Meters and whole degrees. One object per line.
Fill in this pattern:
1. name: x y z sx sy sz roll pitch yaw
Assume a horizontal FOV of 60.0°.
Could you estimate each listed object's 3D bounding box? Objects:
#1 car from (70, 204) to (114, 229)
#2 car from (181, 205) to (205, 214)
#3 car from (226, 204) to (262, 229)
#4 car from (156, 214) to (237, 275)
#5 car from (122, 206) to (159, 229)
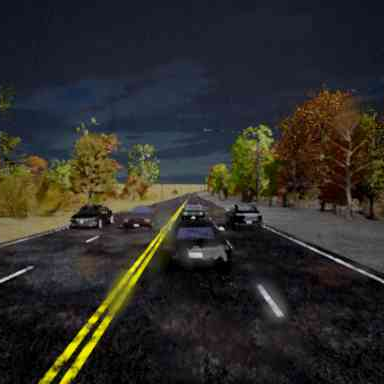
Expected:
1. car: -6.569 1.589 22.252 1.837 1.490 4.892 0 -1 0
2. car: 0.103 1.704 27.879 1.895 1.301 4.718 0 0 0
3. car: 3.351 1.567 21.979 2.128 1.511 4.902 0 0 0
4. car: 0.100 1.604 10.596 1.994 1.385 4.181 0 0 0
5. car: -3.318 1.631 22.606 2.033 1.411 5.357 0 0 0
